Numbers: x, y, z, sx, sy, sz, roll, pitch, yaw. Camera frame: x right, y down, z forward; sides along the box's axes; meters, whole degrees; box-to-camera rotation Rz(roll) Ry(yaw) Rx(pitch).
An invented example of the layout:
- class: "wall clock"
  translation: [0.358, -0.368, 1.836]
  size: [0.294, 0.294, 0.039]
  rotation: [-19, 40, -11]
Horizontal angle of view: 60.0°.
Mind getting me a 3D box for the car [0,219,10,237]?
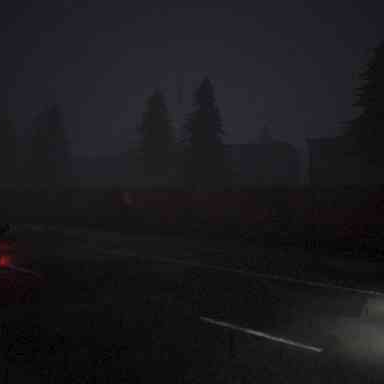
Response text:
- class: "car"
  translation: [-10.944, 1.554, 16.232]
  size: [4.718, 1.301, 1.895]
  rotation: [0, 0, 36]
